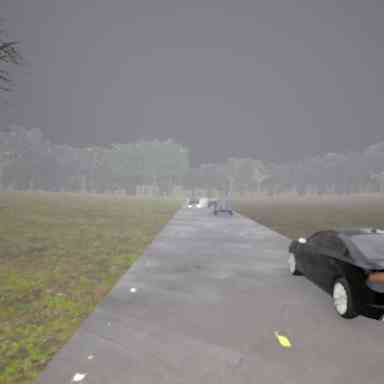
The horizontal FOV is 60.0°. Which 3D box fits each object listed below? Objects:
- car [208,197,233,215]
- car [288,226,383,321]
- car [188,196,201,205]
[{"bbox_3d":[3.061,1.544,34.076,2.033,1.411,5.357,0,0,1],"label":"car"},{"bbox_3d":[3.616,1.502,7.437,1.882,1.535,5.008,0,0,0],"label":"car"},{"bbox_3d":[0.409,1.426,56.395,1.837,1.490,4.892,0,0,0],"label":"car"}]
